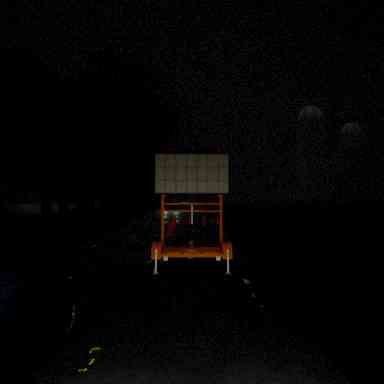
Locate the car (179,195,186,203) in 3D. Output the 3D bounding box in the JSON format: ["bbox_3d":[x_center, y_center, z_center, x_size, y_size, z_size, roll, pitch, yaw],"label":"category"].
[{"bbox_3d":[-2.757,1.814,90.523,2.150,2.045,5.566,0,-1,0],"label":"car"}]

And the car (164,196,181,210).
[{"bbox_3d":[-2.851,1.695,45.743,1.812,1.442,4.674,0,0,0],"label":"car"}]

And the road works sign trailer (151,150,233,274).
[{"bbox_3d":[-0.001,0.481,10.567,2.380,3.560,2.880,0,0,0],"label":"road works sign trailer"}]

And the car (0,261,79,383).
[{"bbox_3d":[-2.851,1.566,3.810,1.994,1.385,4.181,0,0,0],"label":"car"}]
